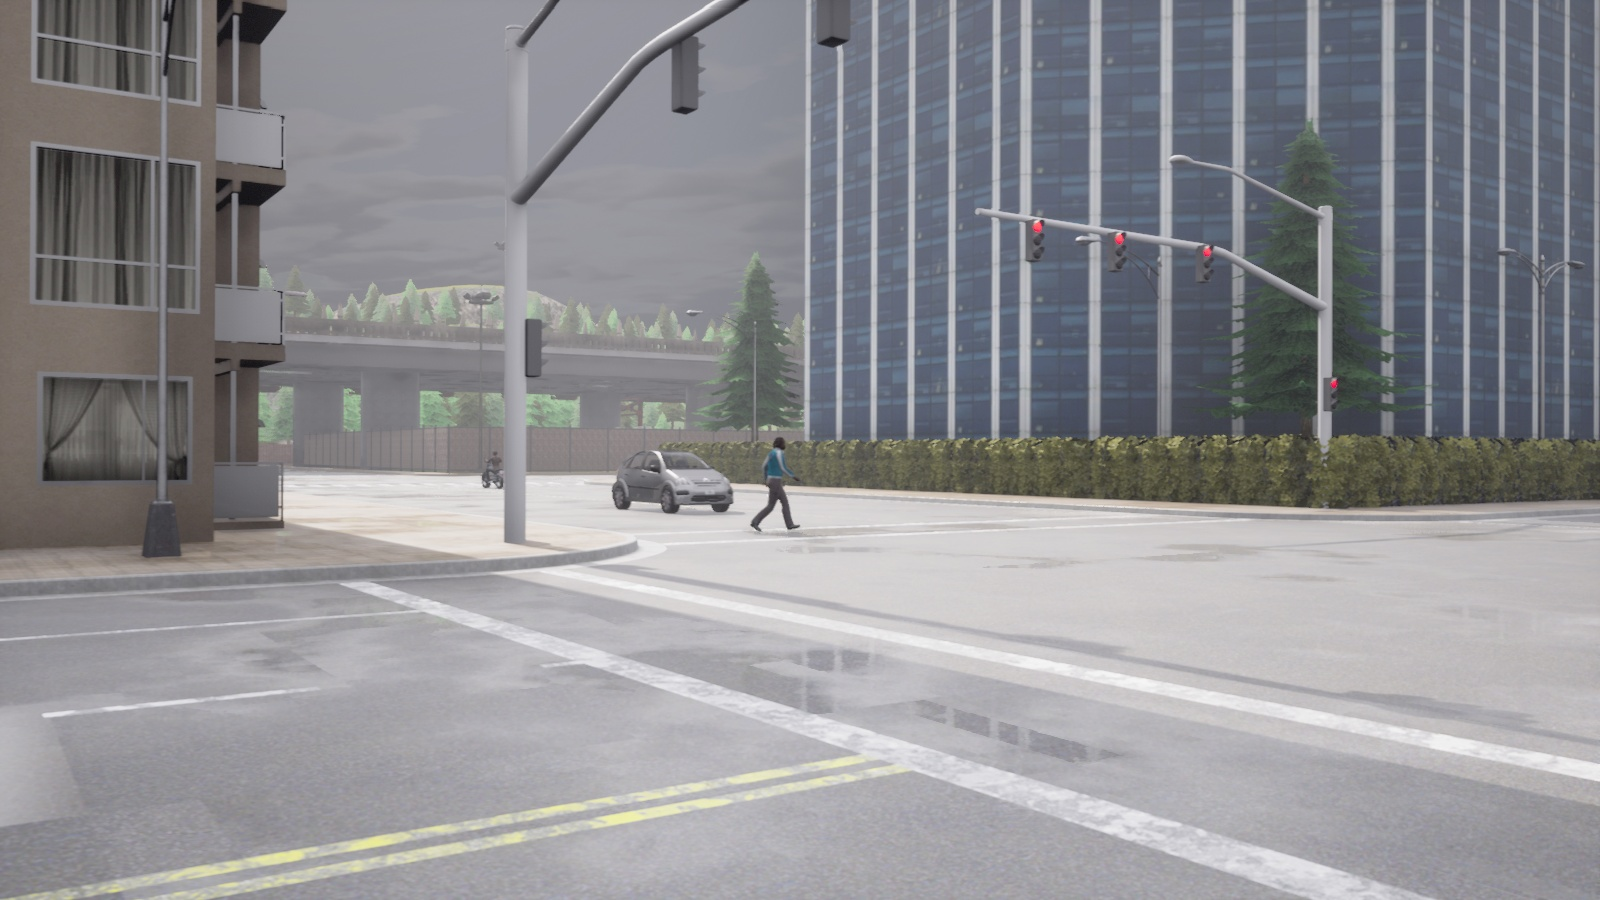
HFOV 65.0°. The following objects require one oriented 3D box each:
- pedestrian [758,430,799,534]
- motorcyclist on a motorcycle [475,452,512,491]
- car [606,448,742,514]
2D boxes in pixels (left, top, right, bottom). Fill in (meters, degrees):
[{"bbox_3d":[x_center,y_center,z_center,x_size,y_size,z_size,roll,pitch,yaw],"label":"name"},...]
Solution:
[{"bbox_3d":[-0.412,0.600,23.582,0.692,1.930,0.396,0,0,-16],"label":"pedestrian"},{"bbox_3d":[-13.025,0.896,53.284,0.766,1.649,2.350,0,0,-34],"label":"motorcyclist on a motorcycle"},{"bbox_3d":[-3.364,0.765,32.885,1.851,1.617,3.988,0,0,-34],"label":"car"}]
